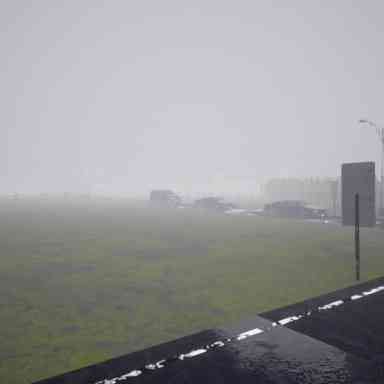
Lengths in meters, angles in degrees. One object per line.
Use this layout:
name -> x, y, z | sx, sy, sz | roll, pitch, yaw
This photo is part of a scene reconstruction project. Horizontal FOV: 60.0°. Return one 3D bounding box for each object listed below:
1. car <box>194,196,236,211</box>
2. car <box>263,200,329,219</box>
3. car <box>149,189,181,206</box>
car -> 2.345, 1.177, 35.660 | 2.033, 1.411, 5.357 | -1, 1, -36
car -> 8.324, 1.330, 27.295 | 2.033, 1.411, 5.357 | -1, 1, -36
car -> -3.645, 0.695, 44.060 | 2.150, 2.045, 5.566 | -1, 1, -35
